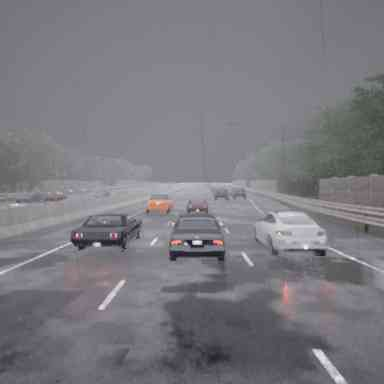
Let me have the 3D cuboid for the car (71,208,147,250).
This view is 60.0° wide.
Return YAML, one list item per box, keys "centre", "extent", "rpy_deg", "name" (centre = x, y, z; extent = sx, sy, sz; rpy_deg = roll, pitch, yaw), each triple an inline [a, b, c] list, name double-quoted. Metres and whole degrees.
- centre: [-3.298, 1.523, 13.860]
  extent: [1.895, 1.301, 4.718]
  rpy_deg: [0, 1, 1]
  name: "car"

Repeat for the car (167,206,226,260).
- centre: [0.180, 1.487, 12.140]
  extent: [2.033, 1.411, 5.357]
  rpy_deg: [0, 1, 1]
  name: "car"

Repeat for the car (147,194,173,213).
- centre: [-2.942, 0.987, 31.299]
  extent: [2.097, 1.767, 4.553]
  rpy_deg: [0, 1, 2]
  name: "car"

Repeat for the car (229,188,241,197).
- centre: [8.743, 0.015, 67.803]
  extent: [2.097, 1.767, 4.553]
  rpy_deg: [0, 2, 2]
  name: "car"

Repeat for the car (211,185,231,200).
- centre: [4.783, 0.286, 55.387]
  extent: [2.150, 2.045, 5.566]
  rpy_deg: [0, 2, 2]
  name: "car"

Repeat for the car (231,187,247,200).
- centre: [8.247, 0.213, 57.853]
  extent: [2.150, 2.045, 5.566]
  rpy_deg: [0, 2, 4]
  name: "car"

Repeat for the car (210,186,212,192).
- centre: [5.500, -0.040, 74.822]
  extent: [1.837, 1.490, 4.892]
  rpy_deg: [0, 2, 2]
  name: "car"

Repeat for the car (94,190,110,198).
- centre: [-16.100, 0.461, 59.719]
  extent: [2.128, 1.511, 4.902]
  rpy_deg: [0, 2, 3]
  name: "car"

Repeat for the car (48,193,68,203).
- centre: [-19.978, 0.867, 48.777]
  extent: [1.895, 1.301, 4.718]
  rpy_deg: [0, 1, 2]
  name: "car"

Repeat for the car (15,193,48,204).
- centre: [-22.915, 0.857, 47.176]
  extent: [2.033, 1.411, 5.357]
  rpy_deg: [0, 1, -1]
  name: "car"

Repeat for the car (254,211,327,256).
- centre: [3.582, 1.444, 12.675]
  extent: [1.812, 1.442, 4.674]
  rpy_deg: [0, 1, 1]
  name: "car"

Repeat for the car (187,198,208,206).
- centre: [0.542, 1.242, 30.854]
  extent: [1.895, 1.301, 4.718]
  rpy_deg: [0, 1, 2]
  name: "car"

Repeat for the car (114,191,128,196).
- centre: [-12.611, 0.528, 59.631]
  extent: [1.994, 1.385, 4.181]
  rpy_deg: [0, 2, 3]
  name: "car"
